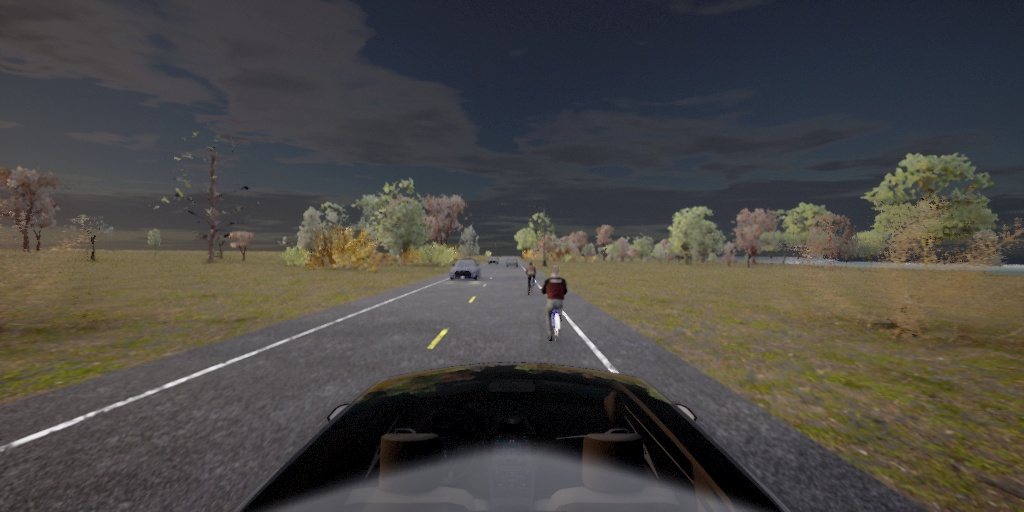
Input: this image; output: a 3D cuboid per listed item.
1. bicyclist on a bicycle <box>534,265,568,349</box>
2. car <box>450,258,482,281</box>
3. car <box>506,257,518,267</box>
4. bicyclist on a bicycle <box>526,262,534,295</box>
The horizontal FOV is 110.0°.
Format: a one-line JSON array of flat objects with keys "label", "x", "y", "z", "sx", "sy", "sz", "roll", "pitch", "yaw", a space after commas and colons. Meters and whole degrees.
[{"label": "bicyclist on a bicycle", "x": 0.957, "y": 1.091, "z": 8.194, "sx": 0.659, "sy": 1.776, "sz": 1.843, "roll": 0, "pitch": 0, "yaw": 0}, {"label": "car", "x": -3.622, "y": 0.979, "z": 28.566, "sx": 2.097, "sy": 1.767, "sz": 4.553, "roll": 0, "pitch": 0, "yaw": 0}, {"label": "car", "x": 0.040, "y": 0.978, "z": 58.950, "sx": 2.128, "sy": 1.511, "sz": 4.902, "roll": 0, "pitch": 0, "yaw": 0}, {"label": "bicyclist on a bicycle", "x": 0.947, "y": 1.130, "z": 17.584, "sx": 0.582, "sy": 1.620, "sz": 1.656, "roll": 0, "pitch": 0, "yaw": 0}]
